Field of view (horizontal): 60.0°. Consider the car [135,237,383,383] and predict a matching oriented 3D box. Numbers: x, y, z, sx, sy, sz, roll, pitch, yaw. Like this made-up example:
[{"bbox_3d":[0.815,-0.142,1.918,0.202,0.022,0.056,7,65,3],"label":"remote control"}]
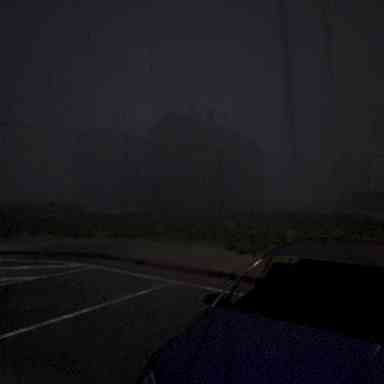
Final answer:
[{"bbox_3d":[1.444,1.486,3.719,2.242,1.667,4.611,0,0,36],"label":"car"}]
